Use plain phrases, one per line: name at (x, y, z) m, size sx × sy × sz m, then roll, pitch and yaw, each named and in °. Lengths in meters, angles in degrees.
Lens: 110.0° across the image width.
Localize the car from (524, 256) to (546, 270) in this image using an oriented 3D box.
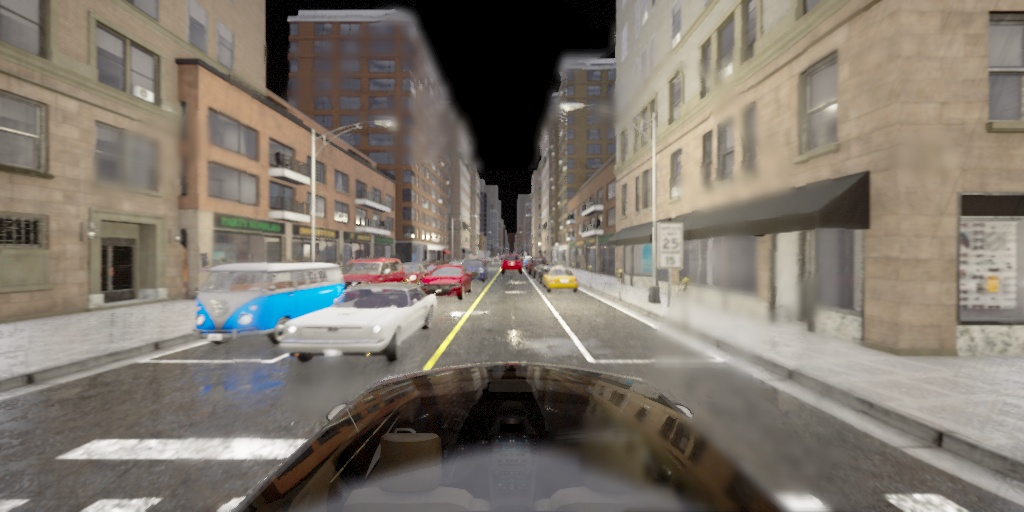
car at (2.661, 0.964, 37.175) m, size 2.192 × 1.841 × 5.009 m, roll 0°, pitch 0°, yaw 0°

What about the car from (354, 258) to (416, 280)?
car at (-5.860, 1.028, 14.771) m, size 2.192 × 1.841 × 5.009 m, roll 0°, pitch 0°, yaw 0°

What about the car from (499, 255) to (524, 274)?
car at (-0.006, 0.865, 38.949) m, size 2.150 × 2.045 × 5.566 m, roll 0°, pitch 0°, yaw 0°

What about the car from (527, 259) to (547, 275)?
car at (2.663, 1.232, 31.581) m, size 1.948 × 1.339 × 4.313 m, roll 0°, pitch 0°, yaw 0°

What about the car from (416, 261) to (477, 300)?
car at (-3.082, 1.183, 17.652) m, size 1.882 × 1.535 × 5.008 m, roll 0°, pitch 0°, yaw 0°

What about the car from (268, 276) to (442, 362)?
car at (-3.080, 1.333, 8.300) m, size 1.895 × 1.301 × 4.718 m, roll 0°, pitch 0°, yaw -1°

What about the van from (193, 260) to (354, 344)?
van at (-5.858, 1.070, 9.175) m, size 1.690 × 1.789 × 3.998 m, roll 0°, pitch 0°, yaw 0°

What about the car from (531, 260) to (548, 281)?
car at (2.664, 1.233, 25.987) m, size 2.007 × 1.370 × 4.403 m, roll 0°, pitch 0°, yaw 0°

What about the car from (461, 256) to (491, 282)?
car at (-3.004, 1.027, 27.826) m, size 2.097 × 1.767 × 4.553 m, roll 0°, pitch 0°, yaw 0°

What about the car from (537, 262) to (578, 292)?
car at (2.665, 1.225, 20.562) m, size 1.751 × 1.417 × 4.829 m, roll 0°, pitch 0°, yaw 0°
